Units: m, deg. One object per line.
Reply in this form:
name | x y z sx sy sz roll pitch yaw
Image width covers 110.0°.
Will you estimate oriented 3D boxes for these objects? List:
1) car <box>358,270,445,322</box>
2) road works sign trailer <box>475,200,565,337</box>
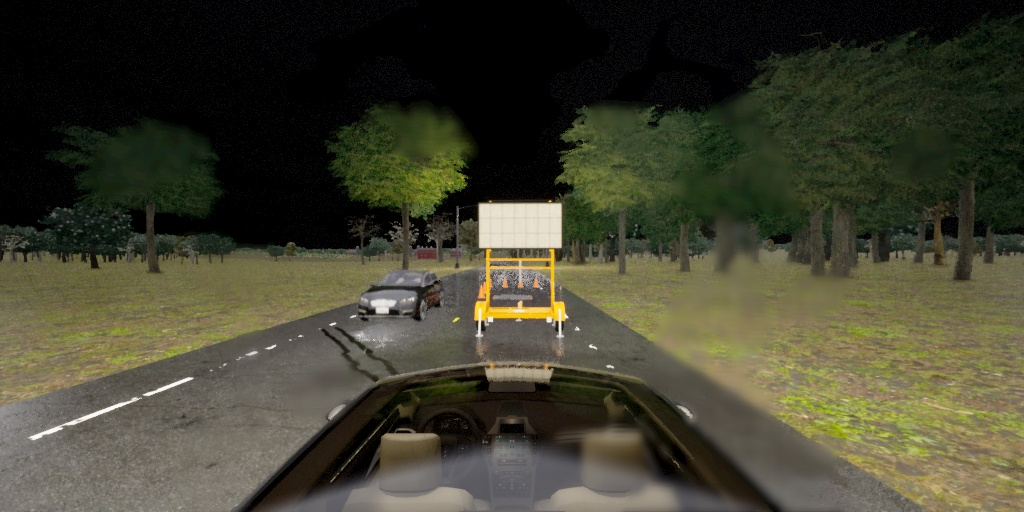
car | -3.578 1.236 12.351 2.128 1.511 4.902 0 0 0
road works sign trailer | 0.239 0.210 10.251 2.380 3.560 2.880 0 0 2
